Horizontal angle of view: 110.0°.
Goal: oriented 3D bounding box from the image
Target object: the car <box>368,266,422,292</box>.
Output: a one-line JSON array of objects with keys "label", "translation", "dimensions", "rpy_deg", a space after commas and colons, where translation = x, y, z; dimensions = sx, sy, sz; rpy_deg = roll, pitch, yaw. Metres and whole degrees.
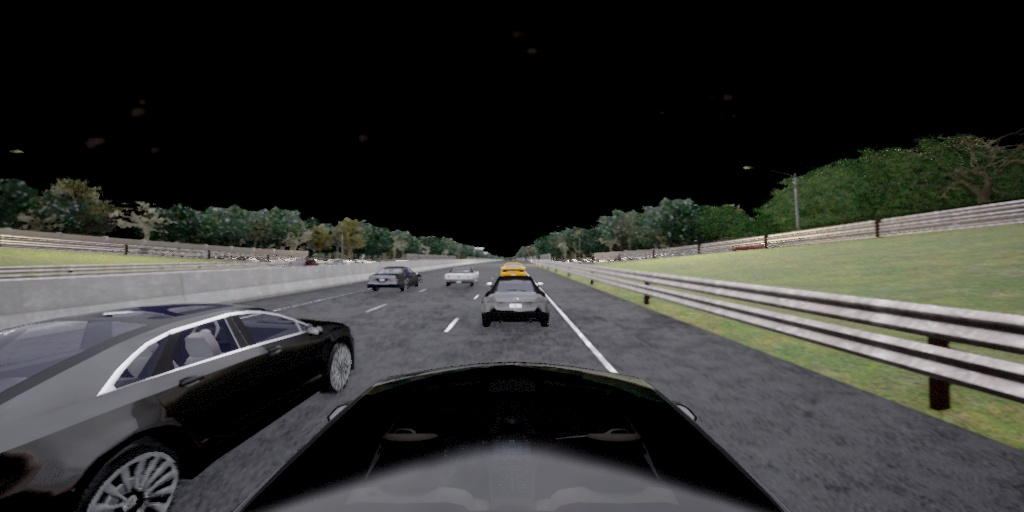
[{"label": "car", "translation": [-6.904, 1.326, 21.558], "dimensions": [2.033, 1.411, 5.357], "rpy_deg": [0, 0, 0]}]

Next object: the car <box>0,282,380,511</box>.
[{"label": "car", "translation": [-3.401, 1.244, 3.772], "dimensions": [2.128, 1.511, 4.902], "rpy_deg": [0, 0, 0]}]

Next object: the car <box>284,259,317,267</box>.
[{"label": "car", "translation": [-24.592, 1.169, 41.910], "dimensions": [2.097, 1.767, 4.553], "rpy_deg": [0, 0, 0]}]

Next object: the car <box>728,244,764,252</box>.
[{"label": "car", "translation": [30.753, -1.000, 47.212], "dimensions": [1.812, 1.442, 4.674], "rpy_deg": [0, -4, -11]}]

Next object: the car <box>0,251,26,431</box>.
[{"label": "car", "translation": [-6.900, 0.971, 1.512], "dimensions": [2.150, 2.045, 5.566], "rpy_deg": [0, 0, 0]}]

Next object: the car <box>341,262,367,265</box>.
[{"label": "car", "translation": [-17.596, 1.417, 41.817], "dimensions": [1.895, 1.301, 4.718], "rpy_deg": [0, 0, 0]}]

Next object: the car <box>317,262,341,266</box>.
[{"label": "car", "translation": [-21.091, 1.384, 43.139], "dimensions": [1.994, 1.385, 4.181], "rpy_deg": [0, 0, 0]}]

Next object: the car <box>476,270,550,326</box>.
[{"label": "car", "translation": [0.098, 1.329, 11.760], "dimensions": [1.994, 1.385, 4.181], "rpy_deg": [0, 0, 0]}]

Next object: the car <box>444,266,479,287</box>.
[{"label": "car", "translation": [-3.404, 1.385, 25.199], "dimensions": [1.895, 1.301, 4.718], "rpy_deg": [0, 0, 0]}]

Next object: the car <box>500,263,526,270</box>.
[{"label": "car", "translation": [0.096, 1.267, 28.583], "dimensions": [1.882, 1.535, 5.008], "rpy_deg": [0, 0, 0]}]
